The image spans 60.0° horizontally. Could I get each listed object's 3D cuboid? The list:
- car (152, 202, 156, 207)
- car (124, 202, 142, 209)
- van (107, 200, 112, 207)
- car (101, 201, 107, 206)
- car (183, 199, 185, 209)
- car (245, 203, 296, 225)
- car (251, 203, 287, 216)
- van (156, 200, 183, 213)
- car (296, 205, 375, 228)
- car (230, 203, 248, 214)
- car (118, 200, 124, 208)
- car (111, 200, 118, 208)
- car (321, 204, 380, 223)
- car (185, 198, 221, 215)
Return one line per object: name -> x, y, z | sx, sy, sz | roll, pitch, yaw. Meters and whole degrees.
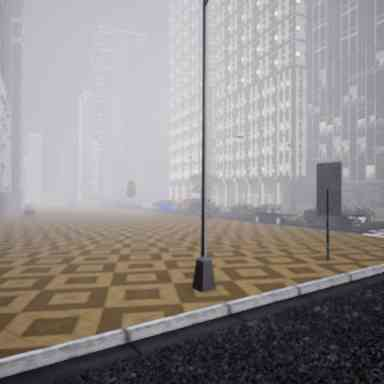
car -> -5.333, 2.082, 57.090 | 1.994, 1.385, 4.181 | 0, -1, -26
car -> -10.524, 2.531, 61.656 | 2.008, 1.369, 4.403 | -1, -1, -26
van -> -17.829, 2.640, 76.868 | 1.690, 1.788, 3.998 | -1, -1, -26
car -> -22.694, 3.059, 87.006 | 1.887, 1.381, 4.507 | -1, -1, -26
car -> -0.522, 2.025, 54.077 | 2.150, 2.045, 5.566 | 0, -1, -25
car -> 6.515, 1.819, 26.163 | 2.008, 1.369, 4.403 | -1, -1, -26
car -> 9.202, 2.076, 39.931 | 1.947, 1.339, 4.313 | -1, -1, -26
van -> -3.225, 2.011, 46.448 | 1.690, 1.788, 3.998 | -1, -1, -26
car -> 10.300, 1.713, 24.180 | 2.128, 1.511, 4.902 | 0, -1, -24
car -> 6.768, 2.177, 45.001 | 1.947, 1.339, 4.313 | -1, -1, -26
car -> -12.885, 2.608, 66.573 | 1.752, 1.417, 4.829 | -1, -1, -26
car -> -15.392, 2.737, 71.796 | 1.887, 1.381, 4.507 | -1, -1, -26
car -> 14.070, 1.862, 29.790 | 2.008, 1.369, 4.403 | -1, -1, -26
car -> 1.531, 1.804, 42.573 | 2.150, 2.045, 5.566 | 0, -1, -26
